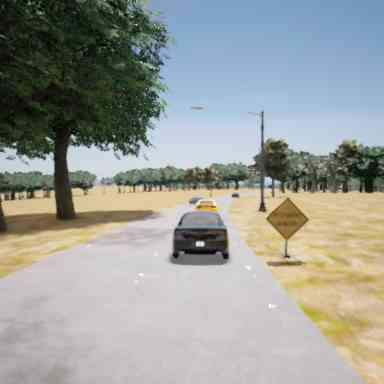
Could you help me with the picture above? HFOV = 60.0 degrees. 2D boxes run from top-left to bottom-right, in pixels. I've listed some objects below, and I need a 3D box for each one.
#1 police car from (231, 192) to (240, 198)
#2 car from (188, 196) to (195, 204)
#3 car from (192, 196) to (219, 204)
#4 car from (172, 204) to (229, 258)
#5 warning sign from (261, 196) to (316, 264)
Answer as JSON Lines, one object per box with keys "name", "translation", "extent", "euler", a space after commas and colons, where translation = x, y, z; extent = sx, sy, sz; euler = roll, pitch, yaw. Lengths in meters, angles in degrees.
{"name": "police car", "translation": [11.688, 0.775, 88.793], "extent": [1.930, 1.638, 5.238], "euler": [0, 1, 13]}
{"name": "car", "translation": [0.685, 1.330, 52.392], "extent": [1.994, 1.385, 4.181], "euler": [0, 0, 8]}
{"name": "car", "translation": [1.334, 1.372, 29.289], "extent": [1.882, 1.535, 5.008], "euler": [0, 0, 5]}
{"name": "car", "translation": [0.357, 1.439, 12.657], "extent": [1.882, 1.535, 5.008], "euler": [0, 0, 3]}
{"name": "warning sign", "translation": [2.836, 1.090, 9.960], "extent": [1.300, 1.860, 1.060], "euler": [1, 2, 2]}
